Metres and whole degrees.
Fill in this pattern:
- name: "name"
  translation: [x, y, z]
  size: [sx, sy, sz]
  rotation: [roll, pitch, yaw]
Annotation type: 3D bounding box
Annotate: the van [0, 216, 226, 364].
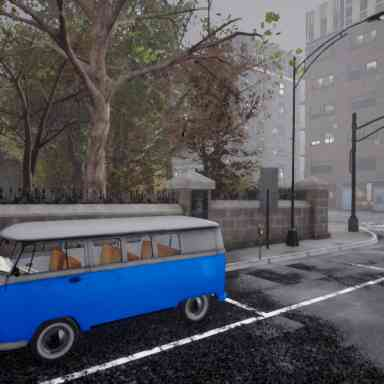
- name: "van"
  translation: [-1.276, 1.342, 5.581]
  size: [3.998, 1.788, 1.690]
  rotation: [0, 1, -35]
